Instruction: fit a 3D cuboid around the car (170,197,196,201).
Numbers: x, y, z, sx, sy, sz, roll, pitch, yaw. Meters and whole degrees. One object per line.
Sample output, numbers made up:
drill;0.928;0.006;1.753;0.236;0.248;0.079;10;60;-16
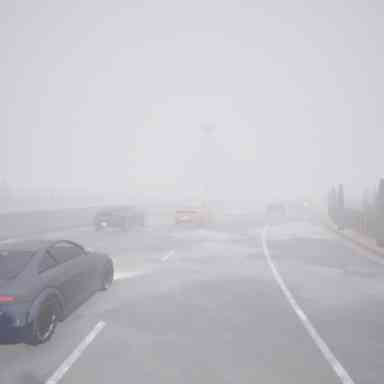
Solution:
car;-0.581;1.572;49.207;2.128;1.511;4.902;0;0;30

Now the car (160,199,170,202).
car;-2.541;1.600;52.802;1.812;1.442;4.674;0;0;31

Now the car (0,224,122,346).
car;-2.976;1.559;6.395;1.994;1.385;4.181;0;0;4

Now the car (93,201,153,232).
car;-4.272;1.516;20.533;1.837;1.490;4.892;0;0;13

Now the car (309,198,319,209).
car;16.282;1.516;47.958;2.097;1.767;4.553;0;0;33

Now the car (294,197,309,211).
car;13.291;1.619;43.219;1.882;1.535;5.008;0;0;31

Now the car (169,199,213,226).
car;0.207;1.518;23.851;1.882;1.535;5.008;0;0;15

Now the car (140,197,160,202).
car;-6.598;1.545;52.737;2.128;1.511;4.902;0;0;30

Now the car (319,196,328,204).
car;25.781;1.615;65.057;1.837;1.490;4.892;0;0;33

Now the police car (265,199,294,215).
police car;9.258;1.533;35.685;1.930;1.638;5.238;0;0;25
